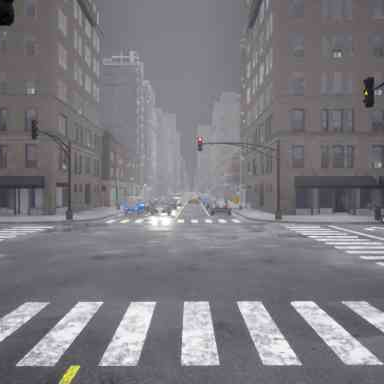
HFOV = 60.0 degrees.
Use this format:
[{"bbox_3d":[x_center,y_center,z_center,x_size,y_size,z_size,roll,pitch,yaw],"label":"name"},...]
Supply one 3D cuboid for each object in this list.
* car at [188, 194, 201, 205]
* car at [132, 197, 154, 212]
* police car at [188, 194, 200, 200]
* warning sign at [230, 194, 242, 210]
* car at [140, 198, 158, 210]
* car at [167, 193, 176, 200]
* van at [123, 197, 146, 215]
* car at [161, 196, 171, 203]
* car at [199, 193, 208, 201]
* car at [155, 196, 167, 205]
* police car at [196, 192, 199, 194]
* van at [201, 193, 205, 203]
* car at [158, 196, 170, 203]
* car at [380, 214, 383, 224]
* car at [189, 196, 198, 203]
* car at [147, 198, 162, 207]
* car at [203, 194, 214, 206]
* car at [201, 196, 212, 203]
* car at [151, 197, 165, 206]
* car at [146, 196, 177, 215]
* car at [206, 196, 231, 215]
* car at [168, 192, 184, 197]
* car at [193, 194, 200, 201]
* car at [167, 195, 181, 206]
[{"bbox_3d":[0.302,1.528,59.473,1.812,1.442,4.674,0,0,1],"label":"car"},{"bbox_3d":[-5.728,1.443,39.026,1.967,1.590,4.097,0,0,0],"label":"car"},{"bbox_3d":[0.596,1.414,95.351,1.930,1.638,5.238,0,0,-16],"label":"police car"},{"bbox_3d":[5.200,1.118,39.317,1.300,1.860,1.060,0,0,0],"label":"warning sign"},{"bbox_3d":[-5.708,1.569,44.694,1.947,1.339,4.313,0,0,0],"label":"car"},{"bbox_3d":[-5.554,1.306,90.041,2.192,1.841,5.009,0,0,0],"label":"car"},{"bbox_3d":[-5.747,1.343,33.358,1.690,1.788,3.998,0,0,0],"label":"van"},{"bbox_3d":[-5.612,1.543,73.035,1.887,1.381,4.507,0,0,0],"label":"car"},{"bbox_3d":[2.952,1.309,84.354,2.192,1.841,5.009,0,0,0],"label":"car"},{"bbox_3d":[-5.651,1.527,61.529,1.752,1.417,4.829,0,0,0],"label":"car"},{"bbox_3d":[1.065,1.421,79.427,1.930,1.638,5.238,0,0,-1],"label":"police car"},{"bbox_3d":[2.855,1.344,56.007,1.690,1.788,3.998,0,0,0],"label":"van"},{"bbox_3d":[-5.631,1.566,67.367,1.947,1.339,4.313,0,0,0],"label":"car"},{"bbox_3d":[14.356,1.520,20.678,4.892,1.490,1.837,0,0,0],"label":"car"},{"bbox_3d":[0.293,1.601,69.719,1.895,1.301,4.718,0,0,1],"label":"car"},{"bbox_3d":[-5.689,1.585,50.363,1.802,1.307,4.206,0,0,0],"label":"car"},{"bbox_3d":[2.817,1.443,44.669,1.967,1.590,4.097,0,0,0],"label":"car"},{"bbox_3d":[2.895,1.551,67.346,2.008,1.369,4.403,0,0,0],"label":"car"},{"bbox_3d":[-5.670,1.568,56.031,1.947,1.339,4.313,0,0,0],"label":"car"},{"bbox_3d":[-2.992,1.493,33.498,2.128,1.511,4.902,0,0,0],"label":"car"},{"bbox_3d":[2.778,1.442,33.331,1.967,1.590,4.097,0,0,0],"label":"car"},{"bbox_3d":[-2.903,1.224,54.473,2.150,2.045,5.566,0,0,0],"label":"car"},{"bbox_3d":[1.090,1.448,89.522,1.801,1.575,5.366,0,0,0],"label":"car"},{"bbox_3d":[-2.952,1.494,43.743,2.128,1.511,4.902,0,0,0],"label":"car"}]
